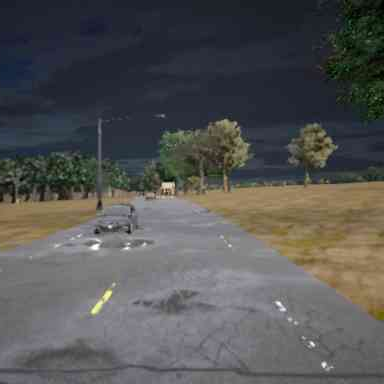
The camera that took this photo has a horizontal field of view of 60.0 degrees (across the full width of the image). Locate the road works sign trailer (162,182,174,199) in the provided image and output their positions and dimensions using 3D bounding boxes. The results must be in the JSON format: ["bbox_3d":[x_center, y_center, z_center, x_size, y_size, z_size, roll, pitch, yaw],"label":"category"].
[{"bbox_3d":[-5.074,-0.280,69.305,2.380,3.560,2.880,0,1,-9],"label":"road works sign trailer"}]

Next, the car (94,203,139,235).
[{"bbox_3d":[-4.012,1.405,18.274,1.837,1.490,4.892,0,0,-2],"label":"car"}]

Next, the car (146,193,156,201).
[{"bbox_3d":[-7.491,0.844,60.667,1.882,1.535,5.008,0,1,-7],"label":"car"}]
